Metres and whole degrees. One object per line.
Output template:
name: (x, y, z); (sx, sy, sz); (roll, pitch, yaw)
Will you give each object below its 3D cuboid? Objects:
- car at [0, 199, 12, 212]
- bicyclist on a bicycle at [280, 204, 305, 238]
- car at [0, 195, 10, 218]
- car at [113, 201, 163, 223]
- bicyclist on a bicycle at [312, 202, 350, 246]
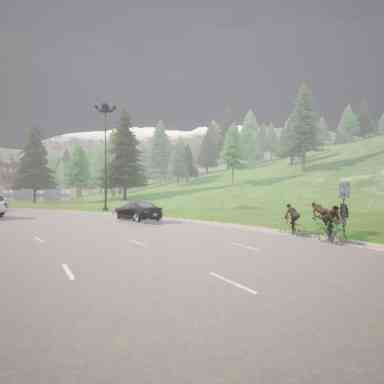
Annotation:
car: (-23.732, 1.521, 39.409); (4.674, 1.442, 1.812); (0, 0, 24)
bicyclist on a bicycle: (4.965, 1.428, 16.595); (0.582, 1.620, 1.656); (0, -2, -29)
car: (-18.416, 1.215, 28.904); (5.566, 2.045, 2.150); (0, -1, 32)
car: (-4.266, 1.475, 25.692); (1.882, 1.535, 5.008); (0, 0, -41)
bicyclist on a bicycle: (5.917, 1.400, 14.016); (0.582, 1.620, 1.656); (4, -1, -20)
